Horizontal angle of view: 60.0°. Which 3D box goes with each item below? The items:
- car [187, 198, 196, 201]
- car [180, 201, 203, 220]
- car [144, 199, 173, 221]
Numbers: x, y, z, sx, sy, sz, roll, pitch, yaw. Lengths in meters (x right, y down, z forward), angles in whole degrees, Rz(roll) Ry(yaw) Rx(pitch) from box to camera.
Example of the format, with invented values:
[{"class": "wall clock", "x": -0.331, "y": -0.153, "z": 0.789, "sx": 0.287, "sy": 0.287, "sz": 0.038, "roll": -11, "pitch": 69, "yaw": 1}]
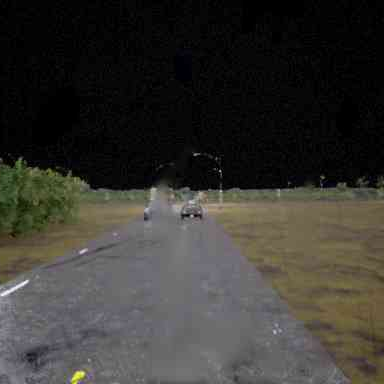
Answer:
[{"class": "car", "x": -0.013, "y": 1.852, "z": 59.800, "sx": 2.033, "sy": 1.649, "sz": 4.856, "roll": 0, "pitch": -2, "yaw": 0}, {"class": "car", "x": 0.002, "y": 1.693, "z": 29.217, "sx": 1.895, "sy": 1.301, "sz": 4.718, "roll": 0, "pitch": 0, "yaw": 0}, {"class": "car", "x": -2.758, "y": 1.435, "z": 27.863, "sx": 2.097, "sy": 1.767, "sz": 4.553, "roll": 0, "pitch": 0, "yaw": 0}]
